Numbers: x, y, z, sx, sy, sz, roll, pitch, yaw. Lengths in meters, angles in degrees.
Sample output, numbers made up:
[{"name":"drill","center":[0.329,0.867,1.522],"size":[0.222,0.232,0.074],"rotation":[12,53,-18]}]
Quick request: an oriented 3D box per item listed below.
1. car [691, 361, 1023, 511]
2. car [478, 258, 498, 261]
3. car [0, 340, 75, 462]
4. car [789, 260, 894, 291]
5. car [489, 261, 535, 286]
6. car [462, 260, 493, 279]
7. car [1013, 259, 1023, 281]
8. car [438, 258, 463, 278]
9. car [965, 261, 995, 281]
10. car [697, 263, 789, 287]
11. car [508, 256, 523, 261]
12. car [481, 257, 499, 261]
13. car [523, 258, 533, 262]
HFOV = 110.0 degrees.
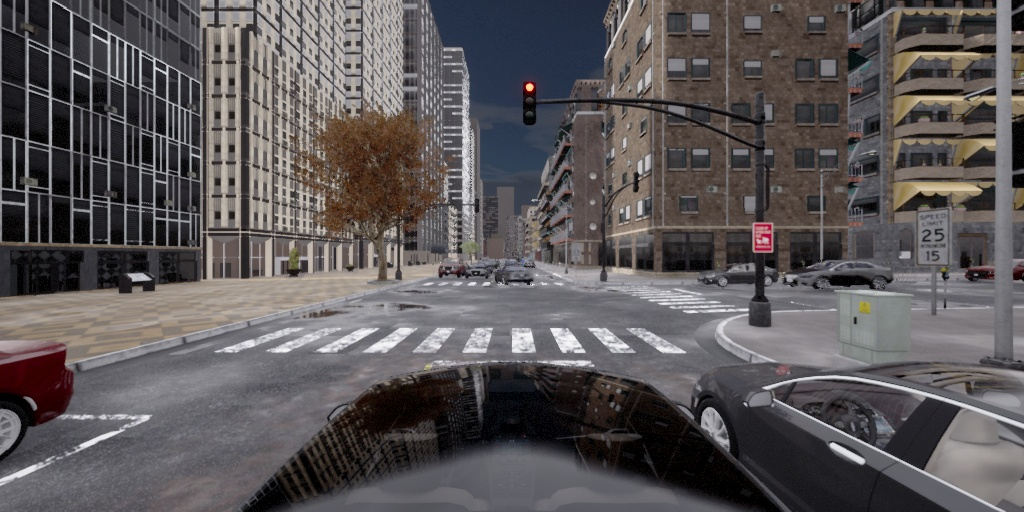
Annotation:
[{"name":"car","center":[2.689,1.300,2.002],"size":[2.007,1.370,4.403],"rotation":[0,0,0]},{"name":"car","center":[-3.088,1.311,42.259],"size":[2.033,1.411,5.357],"rotation":[0,0,0]},{"name":"car","center":[-5.691,1.295,2.005],"size":[1.888,1.381,4.507],"rotation":[0,0,0]},{"name":"car","center":[17.039,0.985,18.860],"size":[4.902,1.511,2.128],"rotation":[-1,0,-1]},{"name":"car","center":[0.055,1.301,25.439],"size":[2.033,1.411,5.357],"rotation":[0,0,-14]},{"name":"car","center":[-3.082,1.322,32.874],"size":[1.994,1.385,4.181],"rotation":[0,0,1]},{"name":"car","center":[30.256,0.812,18.982],"size":[4.892,1.490,1.837],"rotation":[-2,0,0]},{"name":"car","center":[-5.682,1.073,34.393],"size":[2.192,1.841,5.009],"rotation":[0,0,0]},{"name":"car","center":[30.142,0.855,21.580],"size":[4.507,1.381,1.888],"rotation":[0,0,-1]},{"name":"car","center":[13.441,1.092,21.415],"size":[4.403,1.370,2.007],"rotation":[0,0,-1]},{"name":"car","center":[0.116,1.122,53.915],"size":[2.097,1.767,4.553],"rotation":[0,0,0]},{"name":"car","center":[-3.074,1.123,52.408],"size":[2.097,1.767,4.553],"rotation":[0,0,0]},{"name":"car","center":[2.706,1.340,56.481],"size":[1.948,1.339,4.313],"rotation":[0,0,0]}]
